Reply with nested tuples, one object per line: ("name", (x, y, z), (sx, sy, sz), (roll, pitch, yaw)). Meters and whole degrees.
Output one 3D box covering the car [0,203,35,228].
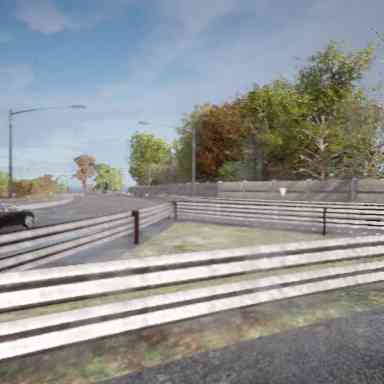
("car", (-10.342, 1.298, 17.638), (2.128, 1.511, 4.902), (0, 0, 6))
